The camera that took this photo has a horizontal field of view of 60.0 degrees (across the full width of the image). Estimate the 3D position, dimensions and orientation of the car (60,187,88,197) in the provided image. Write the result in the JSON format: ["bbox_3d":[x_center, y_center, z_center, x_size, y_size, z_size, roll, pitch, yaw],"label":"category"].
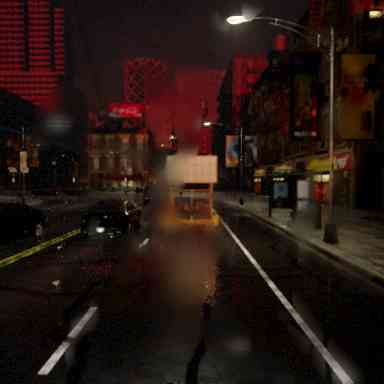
[{"bbox_3d":[-18.313,-0.027,52.420,5.008,1.535,1.882,2,2,43],"label":"car"}]

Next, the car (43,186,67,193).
[{"bbox_3d":[-29.267,-0.513,70.941,4.674,1.452,2.002,1,2,20],"label":"car"}]

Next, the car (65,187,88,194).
[{"bbox_3d":[-23.964,-0.377,68.773,4.718,1.301,1.895,1,2,30],"label":"car"}]

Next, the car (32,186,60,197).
[{"bbox_3d":[-22.917,0.113,51.873,4.718,1.301,1.895,1,2,38],"label":"car"}]

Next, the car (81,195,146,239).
[{"bbox_3d":[-3.403,1.079,14.727,1.837,1.490,4.892,0,2,0],"label":"car"}]

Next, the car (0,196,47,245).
[{"bbox_3d":[-7.111,1.130,11.980,1.882,1.535,5.008,0,2,0],"label":"car"}]

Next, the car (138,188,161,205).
[{"bbox_3d":[-4.184,0.567,34.107,2.033,1.411,5.357,0,2,-10],"label":"car"}]

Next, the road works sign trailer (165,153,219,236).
[{"bbox_3d":[-0.003,0.019,15.402,2.380,3.560,2.880,0,2,0],"label":"road works sign trailer"}]
